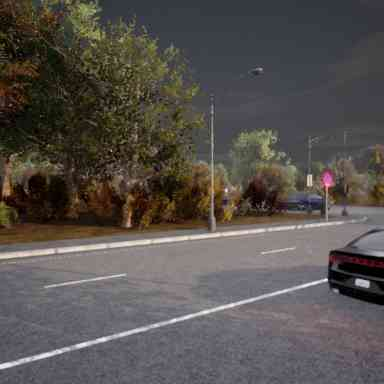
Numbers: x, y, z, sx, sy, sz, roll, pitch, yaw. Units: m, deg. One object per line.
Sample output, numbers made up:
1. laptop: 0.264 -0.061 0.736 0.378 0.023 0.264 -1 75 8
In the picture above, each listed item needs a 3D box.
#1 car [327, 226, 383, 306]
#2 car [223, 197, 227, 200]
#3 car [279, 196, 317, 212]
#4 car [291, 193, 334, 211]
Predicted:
1. car: 5.050 1.473 7.370 5.008 1.535 1.882 0 0 -36
2. car: 6.420 1.486 53.779 2.033 1.411 5.357 0 1 -32
3. car: 11.828 1.544 38.714 1.994 1.385 4.181 0 0 -32
4. car: 14.538 1.199 40.974 2.150 2.045 5.566 0 0 -32
